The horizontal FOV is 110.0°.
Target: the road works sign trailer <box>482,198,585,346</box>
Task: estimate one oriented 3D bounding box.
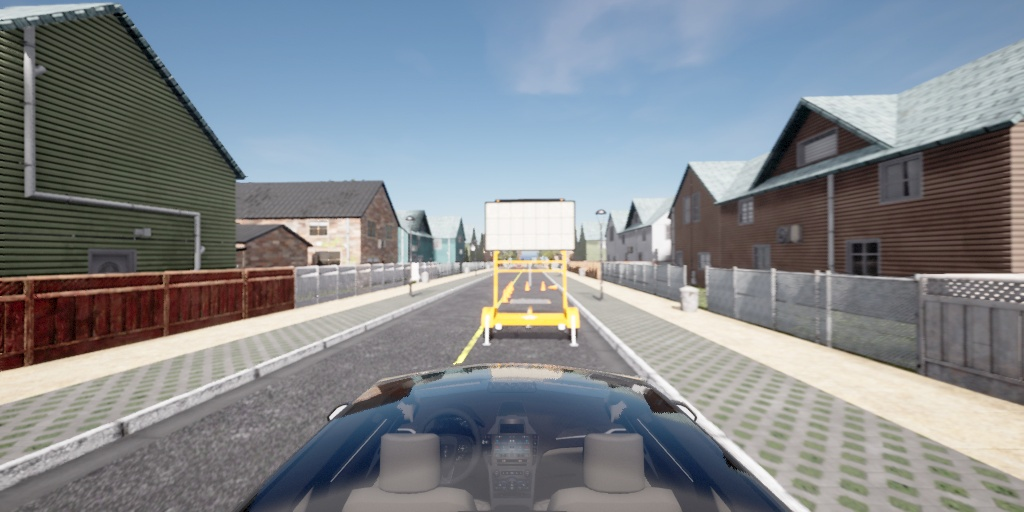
[{"bbox_3d":[0.495,0.274,9.622,2.380,3.560,2.880,0,0,3],"label":"road works sign trailer"}]
